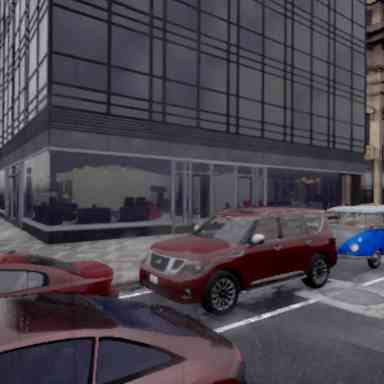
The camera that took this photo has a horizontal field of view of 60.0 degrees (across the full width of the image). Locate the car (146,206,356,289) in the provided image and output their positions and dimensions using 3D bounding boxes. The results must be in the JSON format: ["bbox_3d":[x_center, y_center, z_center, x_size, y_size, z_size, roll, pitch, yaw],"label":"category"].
[{"bbox_3d":[1.336,1.319,7.706,5.009,1.841,2.192,0,0,-35],"label":"car"}]

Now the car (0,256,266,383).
[{"bbox_3d":[-1.515,1.564,2.302,4.181,1.385,1.994,0,0,-37],"label":"car"}]

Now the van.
[{"bbox_3d":[5.916,1.348,10.972,3.998,1.788,1.690,0,1,-35],"label":"van"}]

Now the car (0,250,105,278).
[{"bbox_3d":[-3.246,1.545,4.442,4.507,1.381,1.887,0,0,-35],"label":"car"}]
